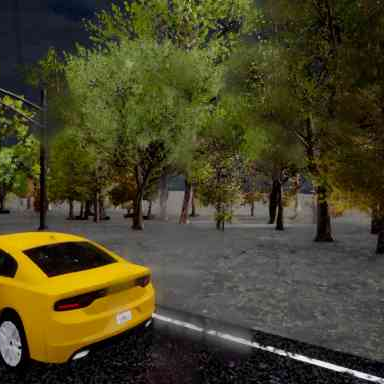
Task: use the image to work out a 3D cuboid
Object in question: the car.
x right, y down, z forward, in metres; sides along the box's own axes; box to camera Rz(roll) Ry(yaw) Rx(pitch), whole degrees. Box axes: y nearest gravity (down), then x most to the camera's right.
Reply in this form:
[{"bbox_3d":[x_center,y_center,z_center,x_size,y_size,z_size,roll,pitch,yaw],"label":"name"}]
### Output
[{"bbox_3d":[-2.900,1.444,5.749,5.008,1.535,1.882,1,0,35],"label":"car"}]
